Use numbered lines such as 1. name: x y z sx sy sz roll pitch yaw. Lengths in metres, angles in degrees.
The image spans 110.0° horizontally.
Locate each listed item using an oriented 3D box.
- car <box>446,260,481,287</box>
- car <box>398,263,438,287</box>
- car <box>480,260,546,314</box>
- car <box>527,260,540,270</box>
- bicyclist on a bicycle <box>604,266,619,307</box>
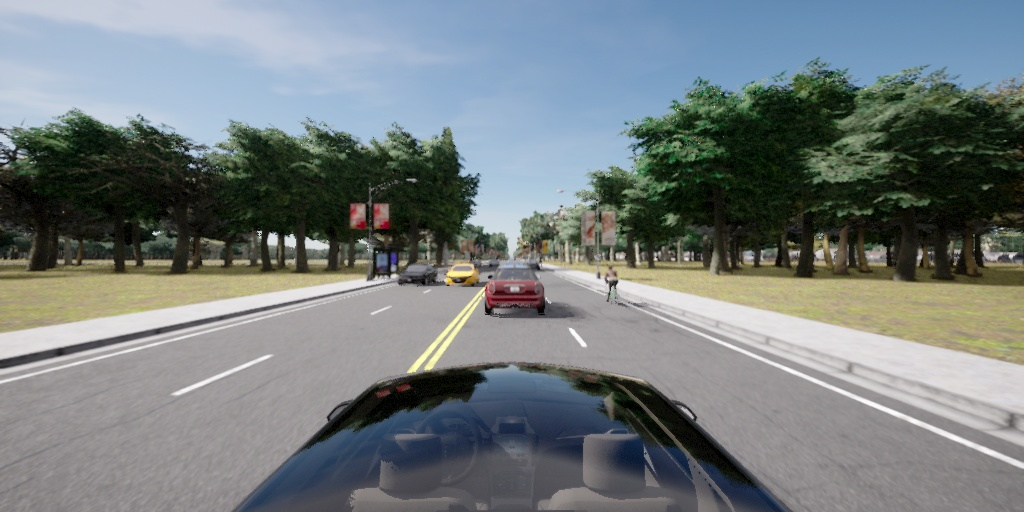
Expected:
1. car: -3.360 1.285 25.151 1.882 1.535 5.008 0 0 0
2. car: -6.610 1.286 25.594 1.882 1.535 5.008 0 0 0
3. car: 0.094 1.132 14.001 2.097 1.767 4.553 0 0 0
4. car: 3.336 1.418 56.801 1.812 1.442 4.674 0 0 0
5. bicyclist on a bicycle: 4.137 1.236 14.905 0.582 1.620 1.656 0 0 0
